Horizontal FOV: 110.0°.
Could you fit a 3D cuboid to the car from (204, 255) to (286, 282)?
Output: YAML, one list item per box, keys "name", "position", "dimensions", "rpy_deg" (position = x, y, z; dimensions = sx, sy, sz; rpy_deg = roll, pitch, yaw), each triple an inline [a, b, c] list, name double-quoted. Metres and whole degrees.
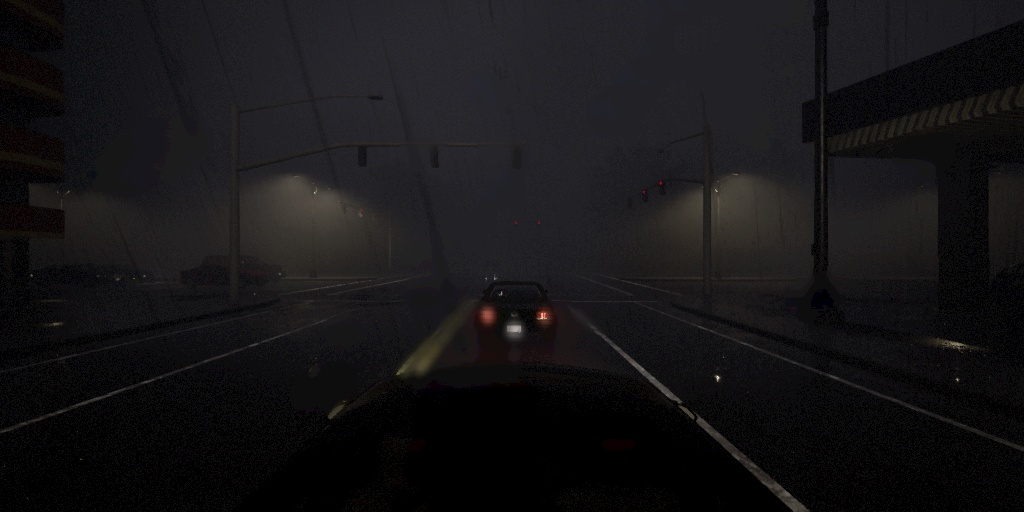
- name: "car"
  position: [-19.891, 0.971, 26.509]
  dimensions: [5.566, 2.045, 2.150]
  rpy_deg: [0, 0, 1]

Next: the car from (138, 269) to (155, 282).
- name: "car"
  position: [-29.309, 1.314, 26.659]
  dimensions: [4.181, 1.385, 1.994]
  rpy_deg: [0, 0, 0]

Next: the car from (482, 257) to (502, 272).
- name: "car"
  position: [-2.651, 1.241, 45.655]
  dimensions: [2.128, 1.511, 4.902]
  rpy_deg: [0, 0, -2]

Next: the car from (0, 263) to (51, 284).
- name: "car"
  position: [-37.991, 1.276, 26.825]
  dimensions: [4.674, 1.442, 1.812]
  rpy_deg: [0, 0, 1]

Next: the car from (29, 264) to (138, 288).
- name: "car"
  position: [-27.833, 1.241, 23.135]
  dimensions: [4.902, 1.511, 2.128]
  rpy_deg: [0, 0, 1]

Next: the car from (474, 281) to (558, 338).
- name: "car"
  position: [0.097, 1.351, 10.193]
  dimensions: [1.895, 1.301, 4.718]
  rpy_deg: [0, 0, 0]

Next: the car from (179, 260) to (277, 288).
- name: "car"
  position: [-18.330, 1.228, 22.961]
  dimensions: [5.008, 1.535, 1.882]
  rpy_deg: [0, 0, 1]

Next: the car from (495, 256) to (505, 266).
- name: "car"
  position: [-2.675, 1.241, 58.191]
  dimensions: [2.128, 1.511, 4.902]
  rpy_deg: [0, 0, 1]
